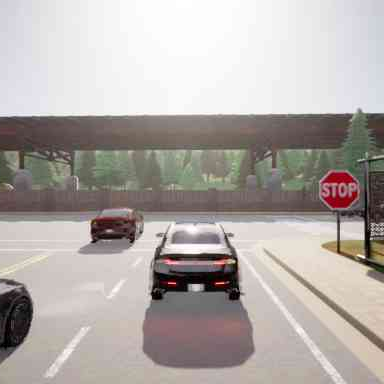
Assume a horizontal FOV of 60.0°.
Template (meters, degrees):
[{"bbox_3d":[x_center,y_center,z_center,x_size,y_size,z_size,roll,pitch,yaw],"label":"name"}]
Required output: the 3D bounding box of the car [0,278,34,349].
[{"bbox_3d":[-3.400,1.525,3.304,1.812,1.442,4.674,0,0,0],"label":"car"}]

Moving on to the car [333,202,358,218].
[{"bbox_3d":[15.628,1.547,29.970,5.357,1.411,2.033,0,0,1],"label":"car"}]

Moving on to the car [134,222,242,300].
[{"bbox_3d":[0.078,1.491,8.351,2.128,1.511,4.902,0,0,0],"label":"car"}]

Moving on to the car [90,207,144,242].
[{"bbox_3d":[-3.519,1.477,16.330,1.882,1.535,5.008,0,0,-2],"label":"car"}]
